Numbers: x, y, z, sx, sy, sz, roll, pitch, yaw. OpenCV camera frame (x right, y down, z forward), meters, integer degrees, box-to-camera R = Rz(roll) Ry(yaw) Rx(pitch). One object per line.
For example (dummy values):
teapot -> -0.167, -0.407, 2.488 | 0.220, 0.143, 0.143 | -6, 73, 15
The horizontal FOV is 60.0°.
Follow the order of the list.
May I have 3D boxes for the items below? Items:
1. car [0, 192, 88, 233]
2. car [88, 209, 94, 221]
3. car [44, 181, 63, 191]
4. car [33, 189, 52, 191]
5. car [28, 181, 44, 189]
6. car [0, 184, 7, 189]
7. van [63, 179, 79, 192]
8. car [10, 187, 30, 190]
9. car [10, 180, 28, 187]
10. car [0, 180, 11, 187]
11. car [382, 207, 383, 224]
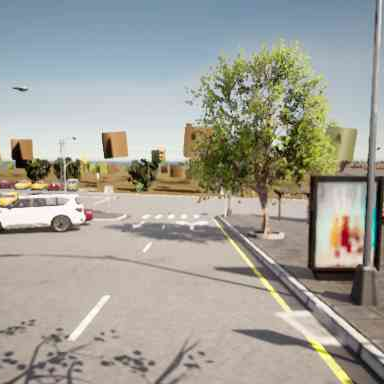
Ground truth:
car -> -8.778, 1.192, 18.203 | 5.566, 2.045, 2.435 | -1, 0, -19
car -> -8.722, 1.483, 21.236 | 4.674, 1.452, 2.002 | -1, 0, -19
car -> -23.300, -1.192, 57.030 | 2.185, 1.767, 4.553 | 0, 5, -13
car -> -17.820, 0.916, 38.010 | 2.163, 1.488, 4.792 | 0, 6, -15
car -> -26.294, -1.209, 57.578 | 1.946, 1.575, 5.366 | 0, 5, -13
car -> -23.754, 0.509, 38.737 | 2.185, 1.767, 4.553 | 0, 6, -14
van -> -20.331, -1.167, 56.635 | 1.878, 1.987, 4.442 | 1, 5, -14
car -> -20.807, 0.725, 38.651 | 1.946, 1.575, 5.366 | 0, 6, -14
car -> -29.144, -1.298, 57.563 | 1.946, 1.575, 5.366 | 1, 5, -13
car -> -32.130, -1.394, 58.102 | 2.002, 1.452, 4.674 | 1, 5, -13
car -> 19.959, 2.290, 35.793 | 2.185, 1.767, 4.553 | 0, 6, -19
